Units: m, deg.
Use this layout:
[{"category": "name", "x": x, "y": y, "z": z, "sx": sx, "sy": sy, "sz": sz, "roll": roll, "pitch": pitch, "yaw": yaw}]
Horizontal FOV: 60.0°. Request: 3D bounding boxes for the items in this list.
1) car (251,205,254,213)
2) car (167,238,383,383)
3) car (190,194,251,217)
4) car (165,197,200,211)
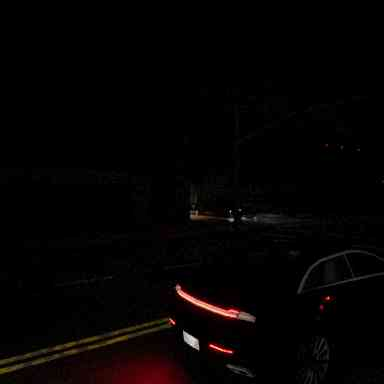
[{"category": "car", "x": 4.264, "y": 1.478, "z": 34.820, "sx": 1.882, "sy": 1.535, "sz": 5.008, "roll": 0, "pitch": 0, "yaw": -37}, {"category": "car", "x": 1.964, "y": 1.492, "z": 5.231, "sx": 4.902, "sy": 1.511, "sz": 2.128, "roll": 0, "pitch": 0, "yaw": -35}, {"category": "car", "x": 2.546, "y": 1.221, "z": 31.277, "sx": 2.150, "sy": 2.045, "sz": 5.566, "roll": 0, "pitch": 0, "yaw": -36}, {"category": "car", "x": -1.274, "y": 1.491, "z": 42.241, "sx": 2.128, "sy": 1.511, "sz": 4.902, "roll": 0, "pitch": 0, "yaw": -37}]
